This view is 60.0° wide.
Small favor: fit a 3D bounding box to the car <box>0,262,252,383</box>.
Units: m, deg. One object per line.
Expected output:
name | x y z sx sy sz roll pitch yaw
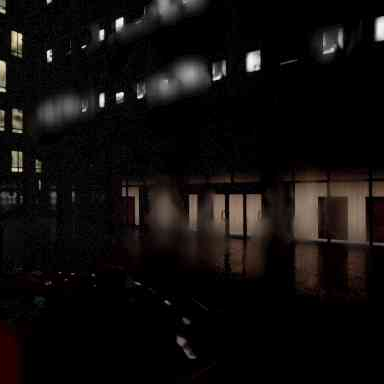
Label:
car | -1.523 1.545 3.985 4.507 1.381 1.887 0 0 36
